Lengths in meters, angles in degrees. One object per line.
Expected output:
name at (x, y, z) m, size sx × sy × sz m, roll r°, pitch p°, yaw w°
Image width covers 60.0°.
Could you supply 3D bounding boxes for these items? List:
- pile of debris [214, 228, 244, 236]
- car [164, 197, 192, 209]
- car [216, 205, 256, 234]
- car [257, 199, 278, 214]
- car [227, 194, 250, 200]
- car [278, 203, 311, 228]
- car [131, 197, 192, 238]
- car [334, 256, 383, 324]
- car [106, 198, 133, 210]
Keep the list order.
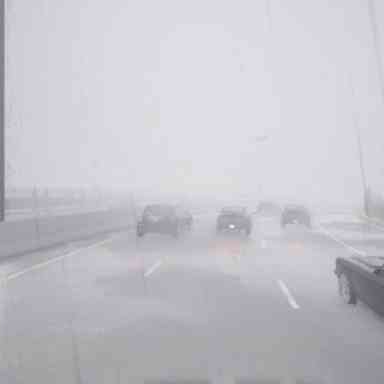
pile of debris at (2.094, 2.201, 18.438) m, size 1.500 × 0.140 × 1.860 m, roll 0°, pitch 0°, yaw 12°
car at (-1.928, 1.537, 47.562) m, size 1.837 × 1.490 × 4.892 m, roll 0°, pitch 0°, yaw 28°
car at (2.594, 1.531, 19.498) m, size 1.837 × 1.490 × 4.892 m, roll 0°, pitch 0°, yaw 13°
car at (8.483, 1.575, 36.641) m, size 1.837 × 1.490 × 4.892 m, roll 0°, pitch 0°, yaw 25°
car at (8.134, 1.312, 57.385) m, size 2.150 × 2.045 × 5.566 m, roll 0°, pitch 0°, yaw 35°
car at (6.982, 1.556, 22.591) m, size 1.837 × 1.490 × 4.892 m, roll 0°, pitch 0°, yaw 16°
car at (-1.335, 1.362, 17.863) m, size 2.097 × 1.767 × 4.553 m, roll 0°, pitch 0°, yaw 11°
car at (3.885, 1.623, 5.147) m, size 1.895 × 1.301 × 4.718 m, roll 0°, pitch 0°, yaw 4°
car at (-8.661, 1.505, 41.536) m, size 1.837 × 1.490 × 4.892 m, roll 0°, pitch -1°, yaw 24°
